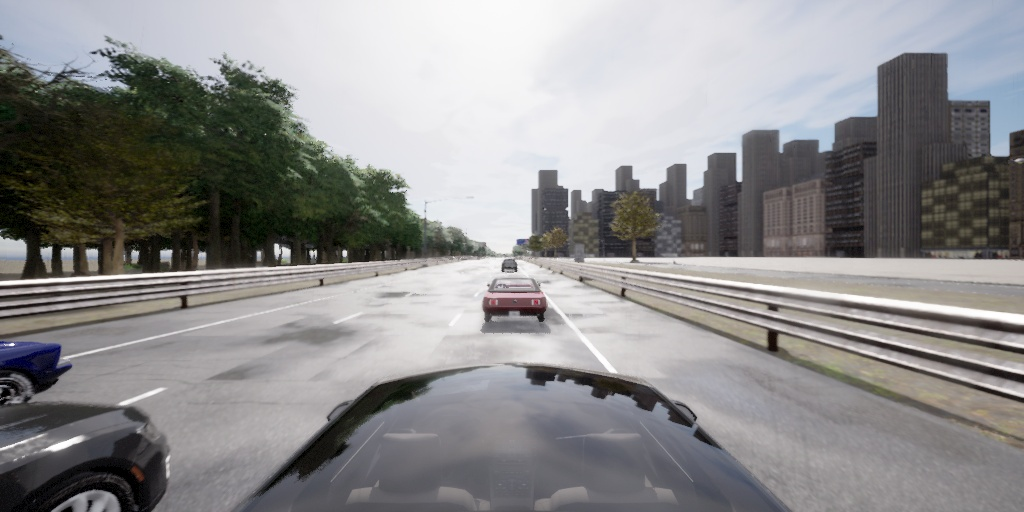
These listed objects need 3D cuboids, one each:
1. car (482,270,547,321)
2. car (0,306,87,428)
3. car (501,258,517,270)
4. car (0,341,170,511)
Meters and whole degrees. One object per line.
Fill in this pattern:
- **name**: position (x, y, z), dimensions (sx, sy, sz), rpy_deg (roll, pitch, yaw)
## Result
- **car**: position (0.067, 1.351, 12.422), dimensions (1.895, 1.301, 4.718), rpy_deg (0, 0, 0)
- **car**: position (-6.903, 1.353, 2.665), dimensions (1.895, 1.301, 4.718), rpy_deg (0, 0, 0)
- **car**: position (-0.334, 1.034, 44.622), dimensions (2.033, 1.649, 4.856), rpy_deg (0, 1, -1)
- **car**: position (-3.405, 1.256, 0.561), dimensions (1.837, 1.490, 4.892), rpy_deg (0, 0, 0)
